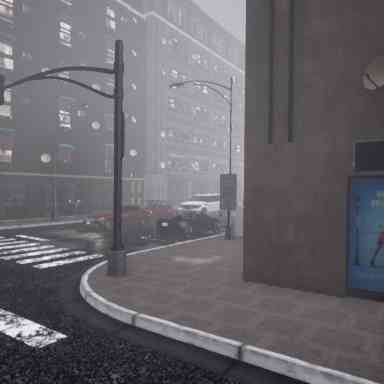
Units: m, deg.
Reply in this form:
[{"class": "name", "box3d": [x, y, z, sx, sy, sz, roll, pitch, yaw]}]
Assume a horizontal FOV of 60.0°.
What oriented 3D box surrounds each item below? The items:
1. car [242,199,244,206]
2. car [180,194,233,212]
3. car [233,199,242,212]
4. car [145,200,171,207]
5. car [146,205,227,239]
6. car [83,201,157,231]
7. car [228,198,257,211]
[{"class": "car", "box3d": [6.961, 1.289, 37.281, 2.097, 1.767, 4.553, 1, 1, 35]}, {"class": "car", "box3d": [1.096, 1.171, 28.919, 2.150, 2.045, 5.566, 1, 1, 35]}, {"class": "car", "box3d": [3.041, 1.224, 35.996, 2.192, 1.841, 5.009, 1, 1, 35]}, {"class": "car", "box3d": [-3.368, 1.362, 26.841, 1.967, 1.590, 4.097, 1, 1, 35]}, {"class": "car", "box3d": [-0.117, 1.599, 17.746, 1.947, 1.339, 4.313, 1, 1, 35]}, {"class": "car", "box3d": [-4.569, 1.487, 20.829, 1.812, 1.442, 4.674, 1, 1, 35]}, {"class": "car", "box3d": [6.242, 1.483, 40.576, 1.802, 1.307, 4.206, 1, 1, 35]}]
